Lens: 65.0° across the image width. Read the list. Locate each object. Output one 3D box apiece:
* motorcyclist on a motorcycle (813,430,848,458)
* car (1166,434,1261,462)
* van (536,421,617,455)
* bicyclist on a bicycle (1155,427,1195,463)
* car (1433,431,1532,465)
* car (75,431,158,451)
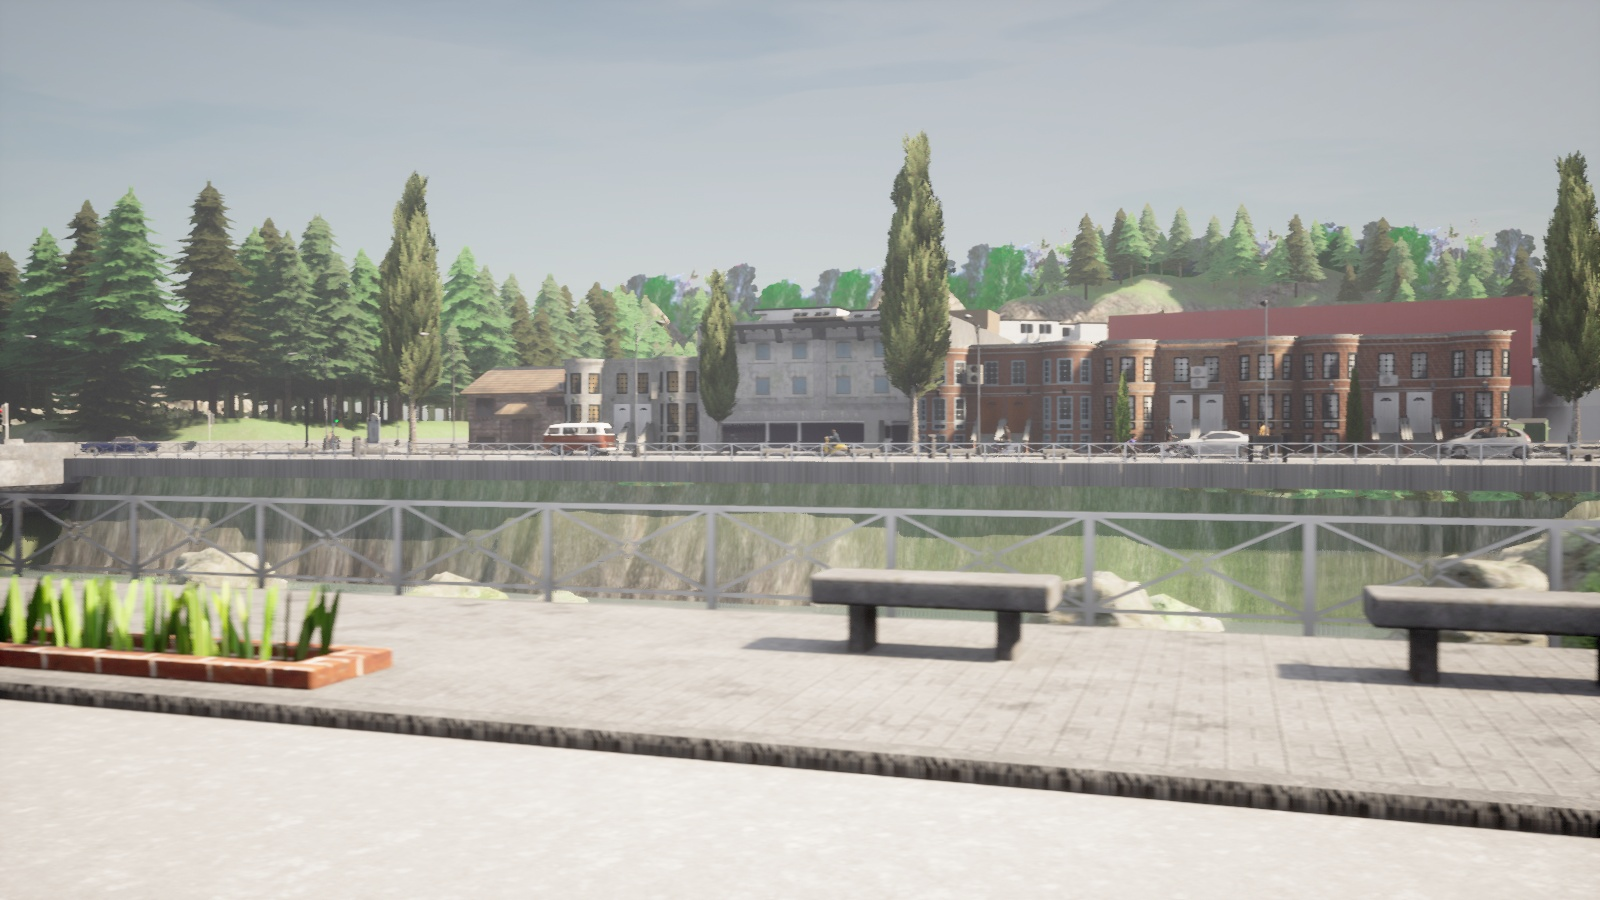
[{"bbox_3d":[1.769,-0.373,72.394,1.817,1.590,0.866,1,1,19],"label":"motorcyclist on a motorcycle"},{"bbox_3d":[21.616,-0.119,65.724,4.674,1.442,1.812,1,1,19],"label":"car"},{"bbox_3d":[-13.829,-0.745,77.633,4.480,2.038,2.069,1,1,19],"label":"van"},{"bbox_3d":[18.660,-0.234,62.497,1.843,1.776,0.659,0,1,19],"label":"bicyclist on a bicycle"},{"bbox_3d":[33.481,-0.138,61.735,3.988,1.617,1.851,1,1,19],"label":"car"},{"bbox_3d":[-46.003,-0.601,84.603,4.718,1.301,1.895,0,1,-23],"label":"car"}]
